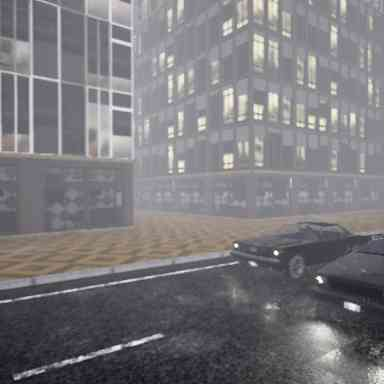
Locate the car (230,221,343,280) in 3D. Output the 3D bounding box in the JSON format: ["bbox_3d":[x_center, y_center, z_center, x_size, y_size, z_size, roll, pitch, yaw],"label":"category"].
[{"bbox_3d":[3.423,1.597,10.113,4.718,1.301,1.895,0,0,-35],"label":"car"}]

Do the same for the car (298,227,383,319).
[{"bbox_3d":[4.862,1.544,7.148,5.357,1.411,2.033,0,0,-35],"label":"car"}]
